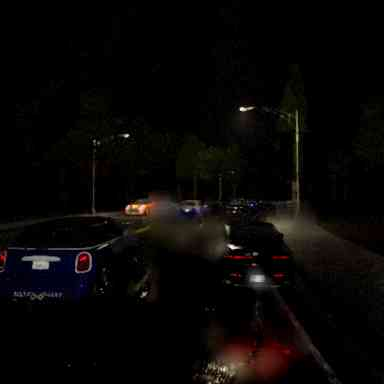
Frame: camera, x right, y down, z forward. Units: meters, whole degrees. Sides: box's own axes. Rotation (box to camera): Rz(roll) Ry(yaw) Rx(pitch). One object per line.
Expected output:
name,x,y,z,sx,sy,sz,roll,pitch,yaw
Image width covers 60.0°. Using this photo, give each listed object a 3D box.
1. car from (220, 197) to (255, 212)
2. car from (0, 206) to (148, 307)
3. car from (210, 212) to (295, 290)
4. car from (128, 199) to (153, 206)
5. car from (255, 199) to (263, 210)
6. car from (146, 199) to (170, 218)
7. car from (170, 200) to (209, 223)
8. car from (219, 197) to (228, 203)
car,4.450,1.571,31.885,2.128,1.511,4.902,-1,0,17
car,-2.679,1.398,8.326,2.097,1.767,4.553,0,0,4
car,1.552,1.551,9.279,1.837,1.490,4.892,0,0,5
car,-5.073,1.513,34.198,2.097,1.767,4.553,0,0,15
car,8.250,1.660,44.406,1.994,1.385,4.181,-1,0,18
car,-2.266,1.679,32.252,2.033,1.411,5.357,0,0,14
car,0.086,1.449,26.988,2.097,1.767,4.553,0,0,12
car,7.392,1.843,73.777,1.895,1.301,4.718,-1,0,18
